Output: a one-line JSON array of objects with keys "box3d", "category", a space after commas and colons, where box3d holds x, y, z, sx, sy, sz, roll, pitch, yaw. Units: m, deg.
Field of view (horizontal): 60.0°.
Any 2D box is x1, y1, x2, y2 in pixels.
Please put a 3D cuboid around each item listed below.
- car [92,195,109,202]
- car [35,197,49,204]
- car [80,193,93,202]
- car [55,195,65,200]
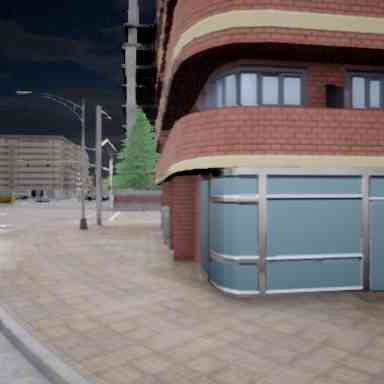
[{"box3d": [-22.725, 1.679, 82.638, 2.128, 1.511, 4.902, 0, 0, -8], "category": "car"}, {"box3d": [-31.482, 1.712, 69.861, 1.994, 1.385, 4.181, 0, 0, -8], "category": "car"}, {"box3d": [-26.135, 1.383, 81.761, 2.150, 2.045, 5.566, 0, 0, -8], "category": "car"}, {"box3d": [-33.749, 1.671, 85.491, 1.837, 1.490, 4.892, 0, 0, -8], "category": "car"}]
